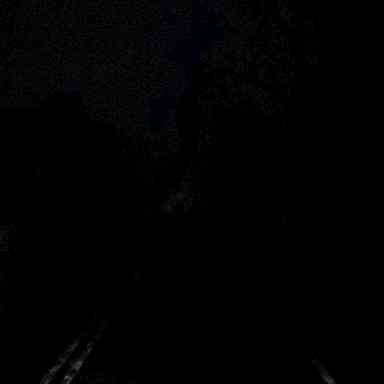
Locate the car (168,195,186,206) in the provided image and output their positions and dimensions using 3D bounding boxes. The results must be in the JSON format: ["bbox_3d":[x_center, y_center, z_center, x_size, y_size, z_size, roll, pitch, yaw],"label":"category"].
[{"bbox_3d":[-2.573,1.376,50.625,2.128,1.511,4.902,0,0,2],"label":"car"}]

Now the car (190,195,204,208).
[{"bbox_3d":[0.726,1.456,46.000,2.033,1.411,5.357,0,0,2],"label":"car"}]
